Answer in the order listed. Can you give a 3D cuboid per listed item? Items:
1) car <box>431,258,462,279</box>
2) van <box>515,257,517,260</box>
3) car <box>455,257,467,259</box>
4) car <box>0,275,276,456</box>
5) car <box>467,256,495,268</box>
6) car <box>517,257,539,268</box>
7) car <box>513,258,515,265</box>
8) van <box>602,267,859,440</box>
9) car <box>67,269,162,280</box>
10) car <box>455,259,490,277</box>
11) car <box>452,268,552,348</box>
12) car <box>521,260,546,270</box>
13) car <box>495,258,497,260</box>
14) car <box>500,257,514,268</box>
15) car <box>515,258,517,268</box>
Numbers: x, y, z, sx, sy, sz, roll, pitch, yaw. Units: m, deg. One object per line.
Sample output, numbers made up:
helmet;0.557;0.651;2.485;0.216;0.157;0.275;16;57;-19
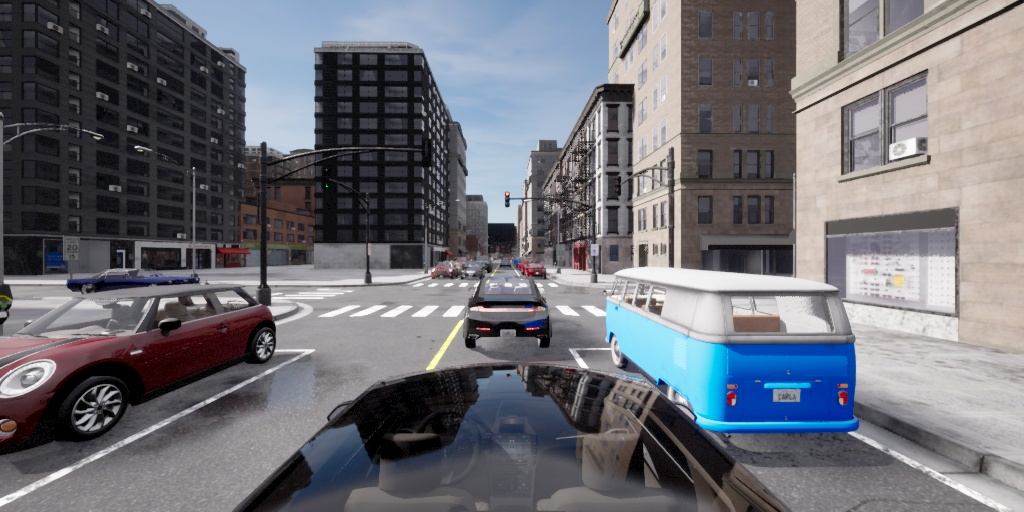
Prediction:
car;-5.947;1.190;31.990;1.967;1.591;4.097;0;0;-1
van;1.668;1.089;53.776;1.690;1.789;3.998;0;0;-1
car;-6.151;1.065;42.806;2.192;1.841;5.009;0;0;-1
car;-5.440;1.190;5.114;1.967;1.591;4.097;0;0;-1
car;-3.595;0.972;42.594;2.150;2.045;5.566;0;0;0
car;1.975;1.065;37.549;2.192;1.841;5.009;0;0;-1
car;1.566;1.312;59.184;1.948;1.339;4.313;0;0;-1
van;2.584;1.091;5.265;1.690;1.789;3.998;0;0;-1
car;-17.814;1.263;17.114;4.718;1.301;1.895;0;0;-1
car;-3.395;1.242;31.638;2.128;1.511;4.902;0;0;-1
car;-0.126;1.242;9.200;2.128;1.511;4.902;0;0;-1
car;2.077;1.295;32.141;1.888;1.381;4.507;0;0;-1
car;-3.822;1.295;54.562;2.033;1.411;5.357;0;0;-1
car;-1.131;1.309;62.301;1.994;1.385;4.181;0;0;-1
car;1.770;1.294;48.367;1.888;1.381;4.507;0;0;-1
